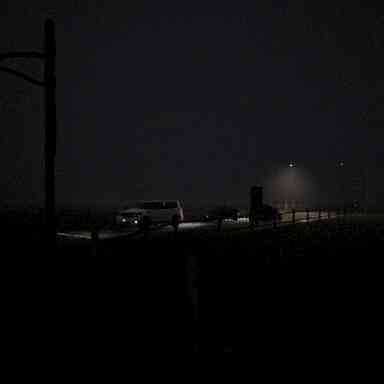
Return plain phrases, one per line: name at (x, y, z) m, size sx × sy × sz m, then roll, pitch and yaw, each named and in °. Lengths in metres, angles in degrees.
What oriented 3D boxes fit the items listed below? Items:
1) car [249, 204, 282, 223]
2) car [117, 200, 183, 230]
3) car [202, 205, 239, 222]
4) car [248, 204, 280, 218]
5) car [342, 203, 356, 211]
car at (7.166, 2.129, 32.149) m, size 1.812 × 1.442 × 4.674 m, roll 0°, pitch -1°, yaw 36°
car at (-2.947, 1.608, 24.601) m, size 2.150 × 2.045 × 5.566 m, roll 0°, pitch -1°, yaw 36°
car at (2.869, 2.067, 32.539) m, size 2.128 × 1.511 × 4.902 m, roll 0°, pitch -1°, yaw 36°
car at (8.900, 2.265, 40.768) m, size 2.128 × 1.511 × 4.902 m, roll 0°, pitch -1°, yaw 36°
car at (29.807, 2.867, 63.089) m, size 1.837 × 1.490 × 4.892 m, roll 0°, pitch -1°, yaw 36°
